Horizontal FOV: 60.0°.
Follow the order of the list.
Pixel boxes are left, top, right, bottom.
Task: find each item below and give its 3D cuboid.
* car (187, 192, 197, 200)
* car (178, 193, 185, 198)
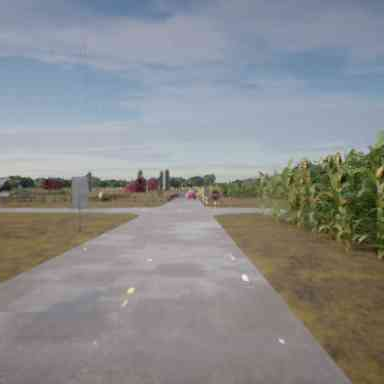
[{"bbox_3d":[-0.030,1.010,84.406,2.150,2.045,5.566,0,0,0],"label":"car"},{"bbox_3d":[-2.782,0.935,89.783,2.033,1.411,5.357,0,0,0],"label":"car"}]
